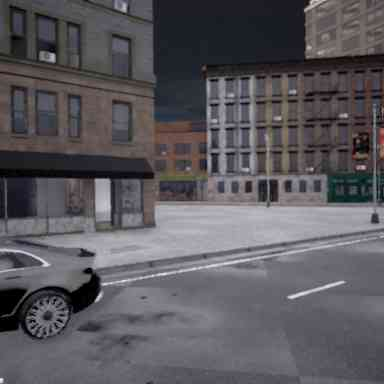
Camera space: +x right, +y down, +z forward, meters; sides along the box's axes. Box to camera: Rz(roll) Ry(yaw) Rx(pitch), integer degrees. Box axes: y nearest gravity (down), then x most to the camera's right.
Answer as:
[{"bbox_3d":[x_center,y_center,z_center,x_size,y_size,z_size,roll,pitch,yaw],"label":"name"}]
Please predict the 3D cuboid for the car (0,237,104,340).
[{"bbox_3d":[-3.831,1.491,4.955,4.902,1.511,2.128,0,0,-35],"label":"car"}]
